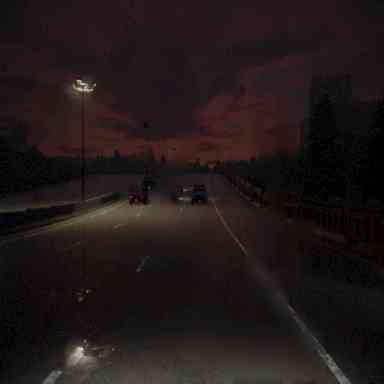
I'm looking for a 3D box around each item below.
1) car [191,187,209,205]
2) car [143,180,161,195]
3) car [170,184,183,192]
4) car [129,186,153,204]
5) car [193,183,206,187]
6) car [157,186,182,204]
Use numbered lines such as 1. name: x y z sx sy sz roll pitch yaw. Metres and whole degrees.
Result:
1. car: 0.877 0.581 38.299 1.812 1.442 4.674 0 5 1
2. car: -5.900 -0.801 48.797 2.150 2.045 5.566 0 7 1
3. car: -2.381 -0.559 49.610 1.994 1.385 4.181 0 7 1
4. car: -6.095 0.533 38.994 1.812 1.442 4.674 0 5 1
5. car: 1.097 -0.525 48.623 2.128 1.511 4.902 0 7 1
6. car: -2.592 0.479 39.298 1.837 1.490 4.892 0 5 1
